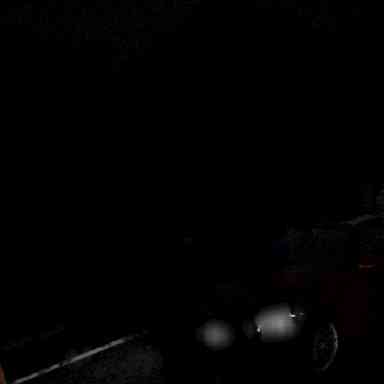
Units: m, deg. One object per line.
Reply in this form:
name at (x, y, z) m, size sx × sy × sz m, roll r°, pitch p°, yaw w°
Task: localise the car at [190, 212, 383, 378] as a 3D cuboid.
car at (2.130, 1.129, 5.202) m, size 4.674 × 1.442 × 1.812 m, roll -8°, pitch 4°, yaw -35°
